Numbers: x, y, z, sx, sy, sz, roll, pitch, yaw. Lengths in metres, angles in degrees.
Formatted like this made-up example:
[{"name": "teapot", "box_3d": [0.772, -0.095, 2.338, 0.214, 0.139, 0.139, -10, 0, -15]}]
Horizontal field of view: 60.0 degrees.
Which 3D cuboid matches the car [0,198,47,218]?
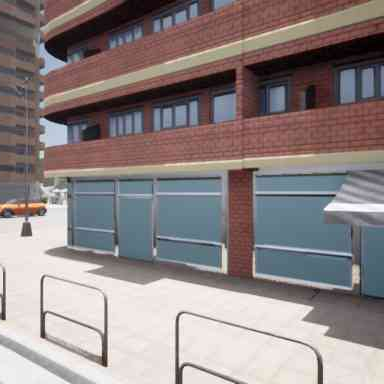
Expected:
[{"name": "car", "box_3d": [-15.505, 1.347, 29.755, 2.097, 1.767, 4.553, 0, 0, 36]}]
